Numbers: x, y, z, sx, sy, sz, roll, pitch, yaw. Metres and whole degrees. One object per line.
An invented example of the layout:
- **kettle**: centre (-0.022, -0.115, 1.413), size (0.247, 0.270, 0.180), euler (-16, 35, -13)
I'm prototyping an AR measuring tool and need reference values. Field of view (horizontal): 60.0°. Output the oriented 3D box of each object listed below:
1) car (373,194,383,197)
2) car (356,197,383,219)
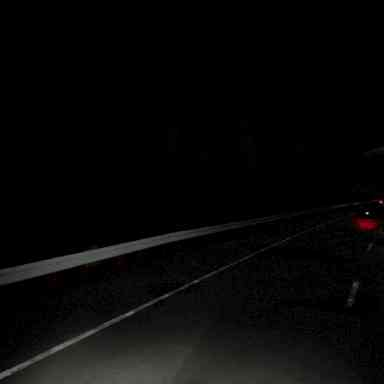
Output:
- **car**: centre (22.003, 1.221, 38.222), size (2.150, 2.045, 5.566), euler (0, 0, 35)
- **car**: centre (15.970, 1.505, 29.670), size (1.837, 1.490, 4.892), euler (0, 0, 35)
